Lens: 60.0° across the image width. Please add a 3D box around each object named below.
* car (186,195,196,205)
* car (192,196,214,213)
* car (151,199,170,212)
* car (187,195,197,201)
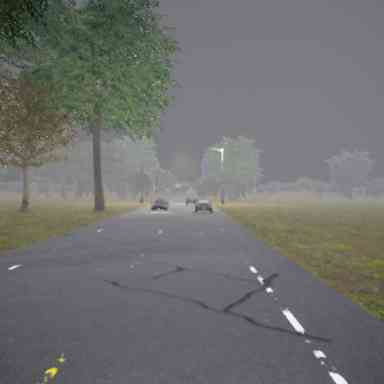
[{"bbox_3d":[0.010,1.258,55.397,2.097,1.767,4.553,0,0,0],"label":"car"},{"bbox_3d":[1.232,1.448,35.964,1.812,1.442,4.674,0,0,0],"label":"car"},{"bbox_3d":[-3.583,1.467,38.372,2.033,1.411,5.357,0,0,0],"label":"car"},{"bbox_3d":[0.013,1.273,72.190,1.994,1.385,4.181,0,0,0],"label":"car"}]
